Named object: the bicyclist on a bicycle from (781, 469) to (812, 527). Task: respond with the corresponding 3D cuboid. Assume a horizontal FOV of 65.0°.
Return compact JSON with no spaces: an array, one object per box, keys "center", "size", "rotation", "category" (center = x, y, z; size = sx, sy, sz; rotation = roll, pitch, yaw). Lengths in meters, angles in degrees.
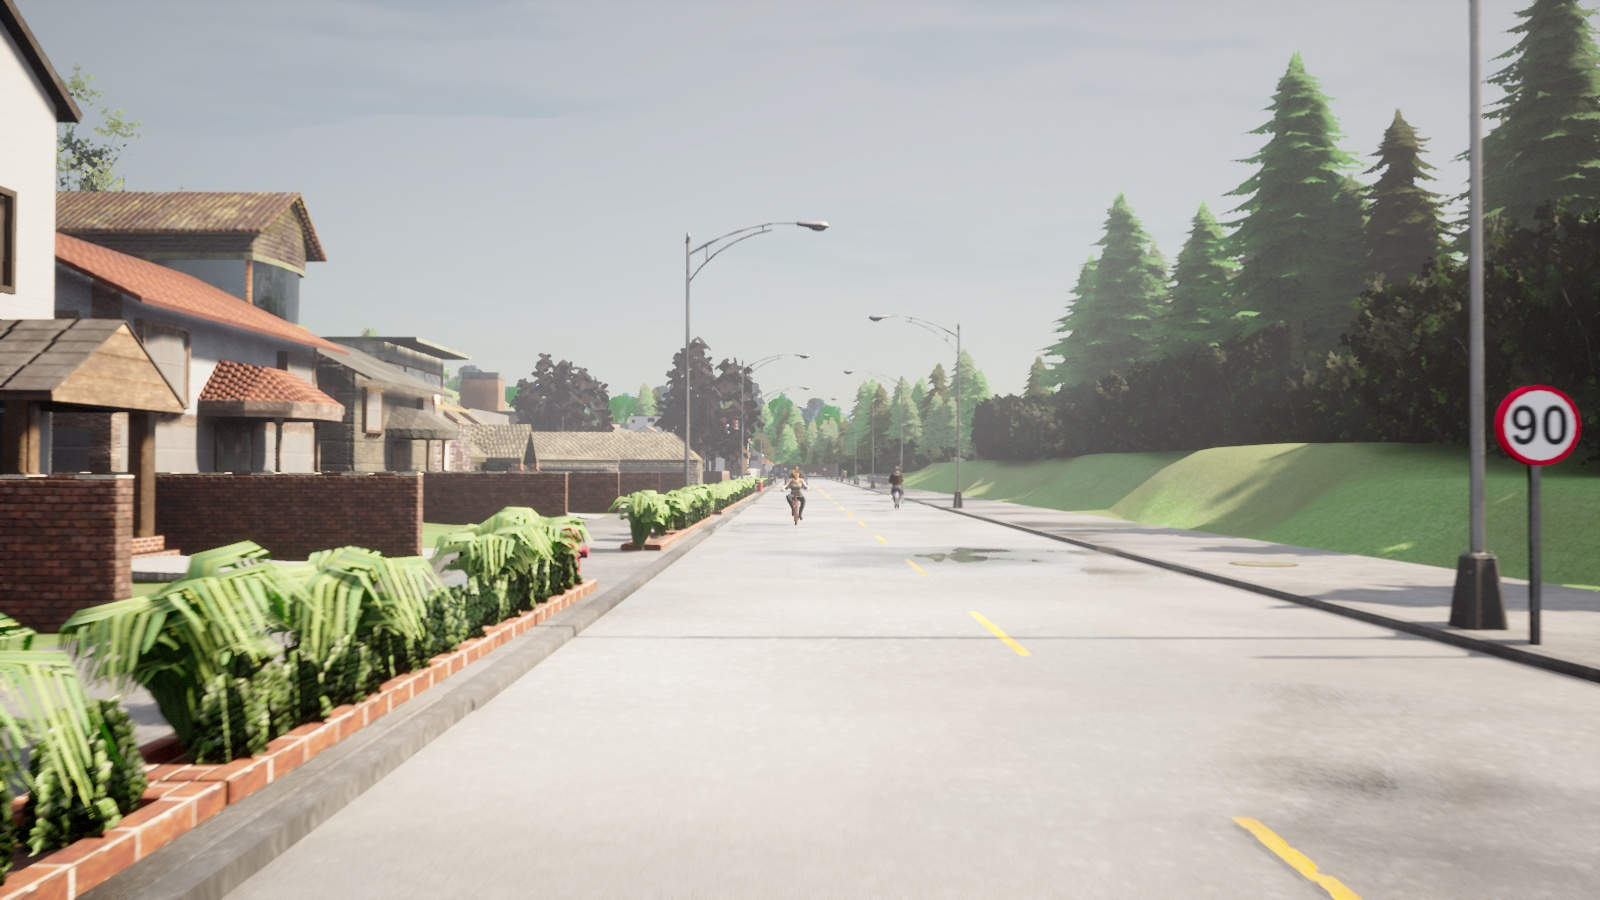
[{"center":[-0.109,1.354,35.911],"size":[0.866,1.612,1.509],"rotation":[0,-1,0],"category":"bicyclist on a bicycle"}]
